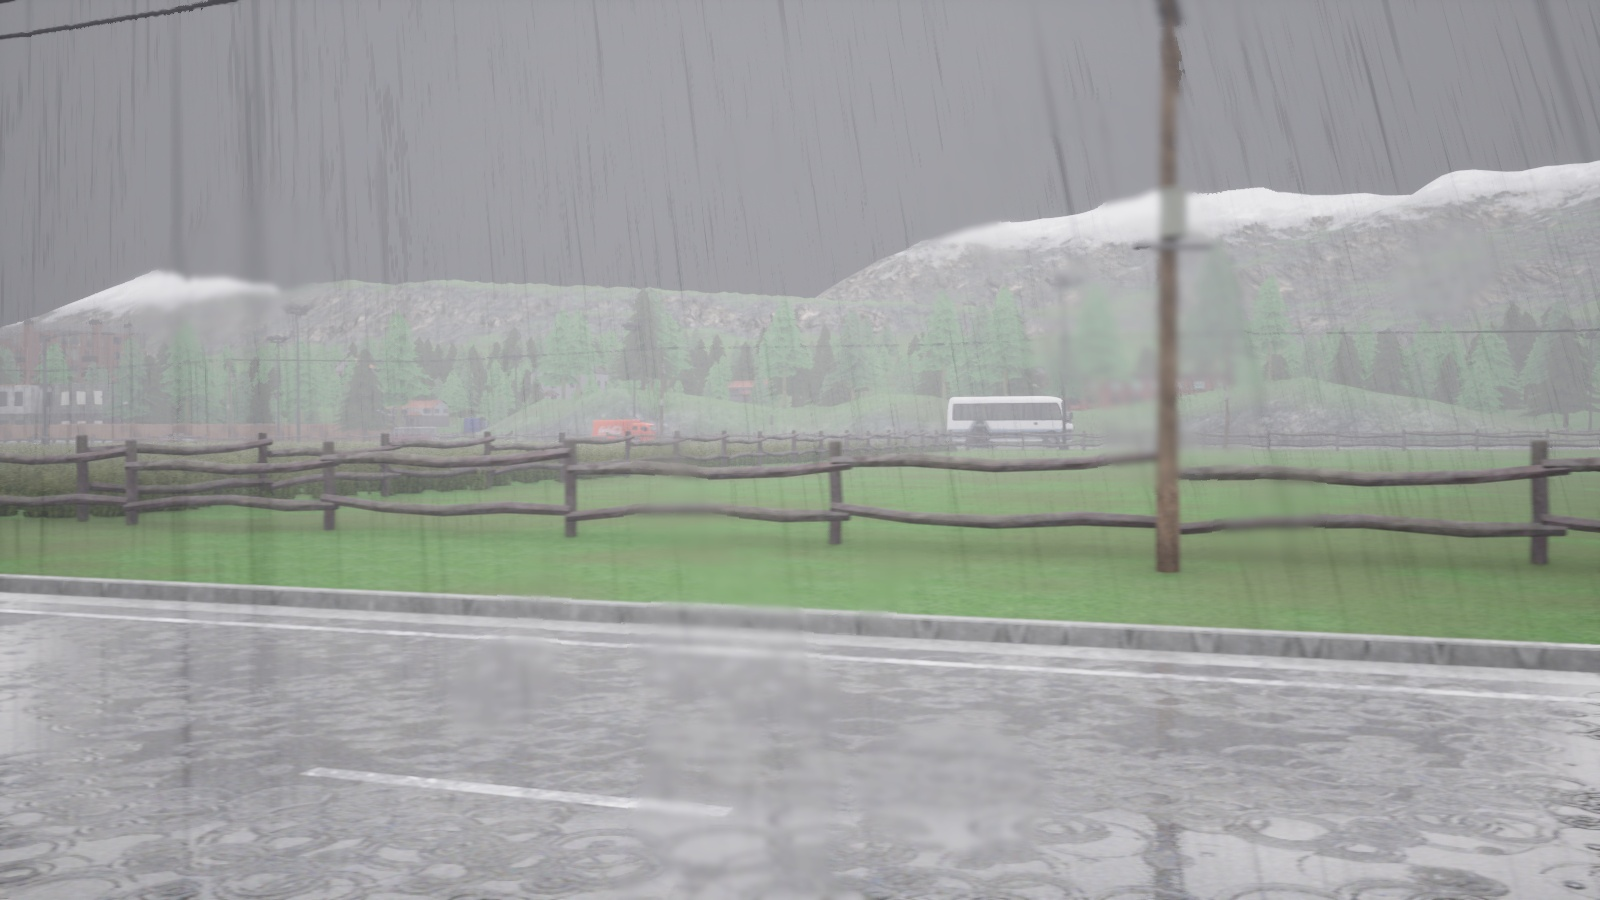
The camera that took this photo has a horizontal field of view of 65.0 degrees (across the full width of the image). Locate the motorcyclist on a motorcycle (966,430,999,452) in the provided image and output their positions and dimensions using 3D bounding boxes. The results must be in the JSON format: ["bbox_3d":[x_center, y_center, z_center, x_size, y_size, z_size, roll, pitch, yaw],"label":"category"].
[{"bbox_3d":[13.552,-0.666,93.250,2.350,1.649,0.766,1,1,18],"label":"motorcyclist on a motorcycle"}]
